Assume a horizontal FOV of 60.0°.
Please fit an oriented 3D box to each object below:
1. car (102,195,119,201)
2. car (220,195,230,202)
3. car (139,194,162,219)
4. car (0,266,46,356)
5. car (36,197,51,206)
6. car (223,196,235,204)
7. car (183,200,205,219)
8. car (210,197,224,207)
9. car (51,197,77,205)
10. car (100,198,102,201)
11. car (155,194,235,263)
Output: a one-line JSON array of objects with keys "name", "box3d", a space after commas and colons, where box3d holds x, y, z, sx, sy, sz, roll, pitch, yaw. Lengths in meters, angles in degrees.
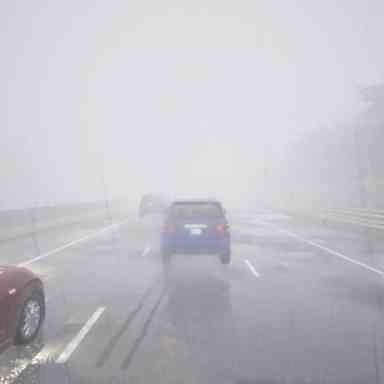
[{"name": "car", "box3d": [-13.682, 1.542, 57.726, 1.812, 1.442, 4.674, 0, 0, 1]}, {"name": "car", "box3d": [7.642, 1.433, 77.298, 1.812, 1.442, 4.674, 0, 0, 1]}, {"name": "car", "box3d": [-3.297, 1.223, 29.436, 2.150, 2.045, 5.566, 0, 0, 0]}, {"name": "car", "box3d": [-3.395, 1.352, 3.506, 2.097, 1.767, 4.553, 0, 0, 0]}, {"name": "car", "box3d": [-23.532, 1.502, 53.911, 2.128, 1.511, 4.902, 0, 0, -2]}, {"name": "car", "box3d": [7.352, 1.517, 66.133, 1.882, 1.535, 5.008, 0, 0, 2]}, {"name": "car", "box3d": [0.208, 1.507, 30.212, 1.837, 1.490, 4.892, 0, 0, 0]}, {"name": "car", "box3d": [3.781, 1.509, 50.630, 1.812, 1.442, 4.674, 0, 0, 1]}, {"name": "car", "box3d": [-20.673, 1.560, 54.712, 2.033, 1.411, 5.357, 0, 0, 1]}, {"name": "car", "box3d": [-17.012, 1.376, 67.218, 2.097, 1.767, 4.553, 0, 0, 1]}, {"name": "car", "box3d": [0.122, 1.222, 12.119, 2.150, 2.045, 5.566, 0, 0, 0]}]
